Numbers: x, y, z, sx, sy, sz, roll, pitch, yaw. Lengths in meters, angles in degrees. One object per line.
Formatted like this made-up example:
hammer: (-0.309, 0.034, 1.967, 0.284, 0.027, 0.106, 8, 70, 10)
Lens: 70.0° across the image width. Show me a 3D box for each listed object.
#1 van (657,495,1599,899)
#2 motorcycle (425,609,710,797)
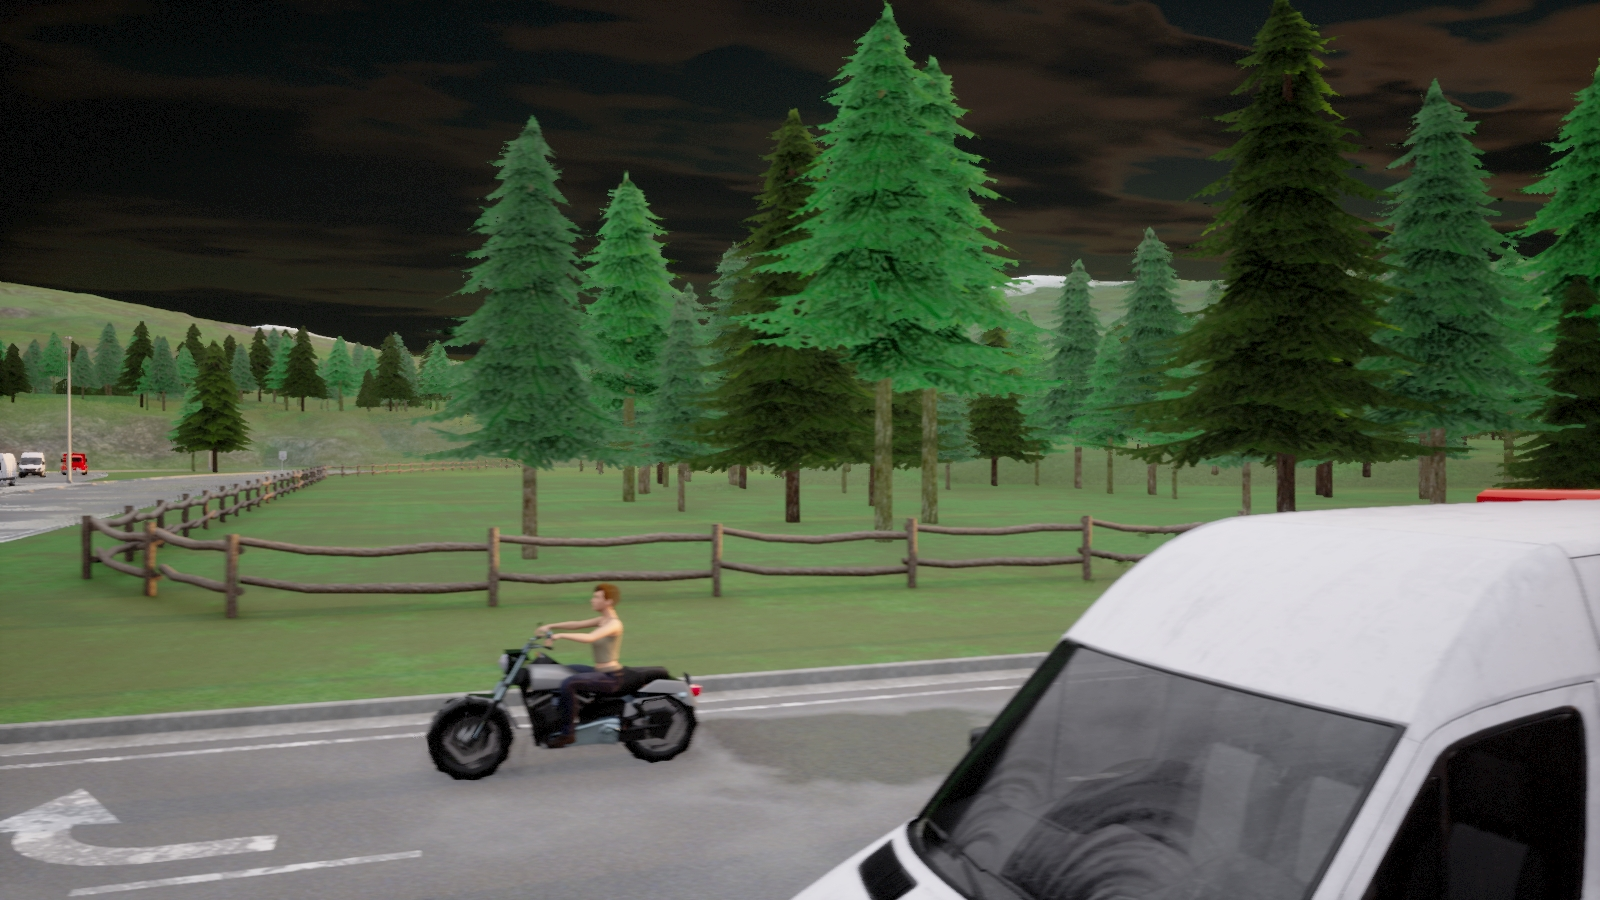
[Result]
van: (2.593, 1.532, 4.396, 5.915, 2.561, 1.988, 0, 0, -22)
motorcycle: (-2.035, 2.154, 10.014, 2.356, 1.307, 0.764, 0, 0, -20)
